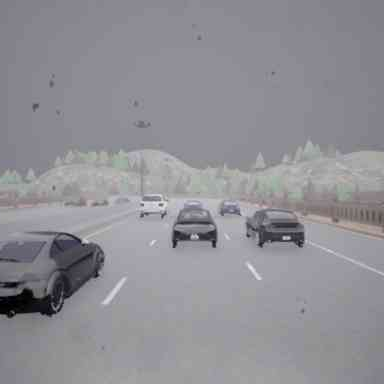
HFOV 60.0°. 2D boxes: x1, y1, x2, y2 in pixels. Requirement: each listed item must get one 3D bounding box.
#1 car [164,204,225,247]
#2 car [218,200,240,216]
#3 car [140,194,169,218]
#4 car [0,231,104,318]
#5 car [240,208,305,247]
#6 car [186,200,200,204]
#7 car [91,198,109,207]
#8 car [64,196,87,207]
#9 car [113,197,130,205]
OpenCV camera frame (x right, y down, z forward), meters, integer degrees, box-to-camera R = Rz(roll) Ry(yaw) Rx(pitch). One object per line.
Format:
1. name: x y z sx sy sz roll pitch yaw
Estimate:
1. car: 0.101 1.499 14.976 2.128 1.511 4.902 0 0 0
2. car: 3.591 1.543 32.618 1.812 1.442 4.674 0 0 0
3. car: -3.395 1.237 30.462 2.150 2.045 5.566 0 0 0
4. car: -3.398 1.568 7.526 1.994 1.385 4.181 0 0 0
5. car: 3.602 1.513 15.110 1.837 1.490 4.892 0 0 0
6. car: 0.091 1.543 32.482 1.812 1.442 4.674 0 0 0
7. car: -14.064 1.601 50.993 1.994 1.385 4.181 0 0 0
8. car: -17.566 1.389 50.316 2.097 1.767 4.553 0 0 0
9. car: -10.571 1.541 50.072 1.837 1.490 4.892 0 0 0
